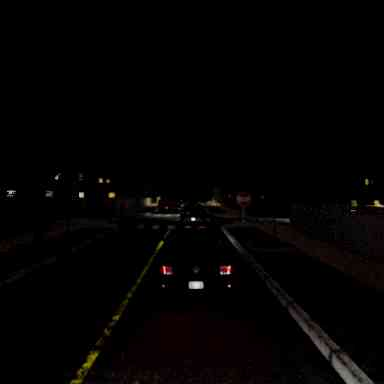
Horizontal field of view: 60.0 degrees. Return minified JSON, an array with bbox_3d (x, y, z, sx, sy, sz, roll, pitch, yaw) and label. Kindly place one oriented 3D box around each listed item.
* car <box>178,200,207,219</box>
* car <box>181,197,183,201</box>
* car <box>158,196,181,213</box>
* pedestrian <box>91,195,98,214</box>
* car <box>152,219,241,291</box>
[{"bbox_3d":[0.102,1.651,25.618,1.837,1.490,4.892,1,0,0],"label":"car"},{"bbox_3d":[-2.855,1.858,55.151,1.837,1.490,4.892,0,0,0],"label":"car"},{"bbox_3d":[-2.867,1.462,40.437,2.150,2.045,5.566,0,0,0],"label":"car"},{"bbox_3d":[-9.644,1.209,32.842,0.375,1.860,0.375,0,-3,0],"label":"pedestrian"},{"bbox_3d":[0.092,1.648,9.099,1.895,1.301,4.718,0,0,0],"label":"car"}]
